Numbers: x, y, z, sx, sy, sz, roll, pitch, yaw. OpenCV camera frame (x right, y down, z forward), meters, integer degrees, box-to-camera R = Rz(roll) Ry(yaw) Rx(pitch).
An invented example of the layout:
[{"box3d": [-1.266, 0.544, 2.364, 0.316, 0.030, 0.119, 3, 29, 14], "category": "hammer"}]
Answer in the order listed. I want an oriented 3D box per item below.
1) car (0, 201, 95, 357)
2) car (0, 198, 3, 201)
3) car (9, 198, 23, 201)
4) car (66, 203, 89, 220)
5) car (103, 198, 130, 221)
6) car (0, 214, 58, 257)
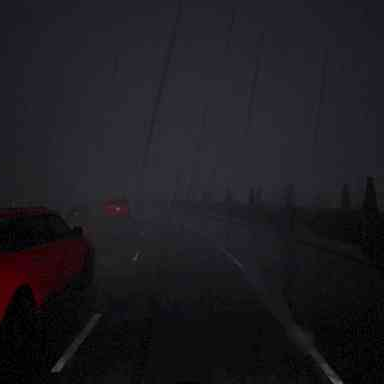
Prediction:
[{"box3d": [-3.505, 1.288, 6.237, 2.150, 2.045, 5.566, 0, -1, -2], "category": "car"}, {"box3d": [-28.496, 1.726, 47.193, 2.150, 2.045, 5.566, 0, -1, -28], "category": "car"}, {"box3d": [-26.600, 1.898, 50.979, 2.097, 1.767, 4.553, 0, -1, -29], "category": "car"}, {"box3d": [-11.081, 1.873, 32.470, 1.812, 1.442, 4.674, 0, -1, -16], "category": "car"}, {"box3d": [-6.938, 1.551, 30.758, 2.150, 2.045, 5.566, 0, -1, -15], "category": "car"}, {"box3d": [-7.558, 1.758, 14.570, 1.895, 1.301, 4.718, 0, -1, -6], "category": "car"}]
